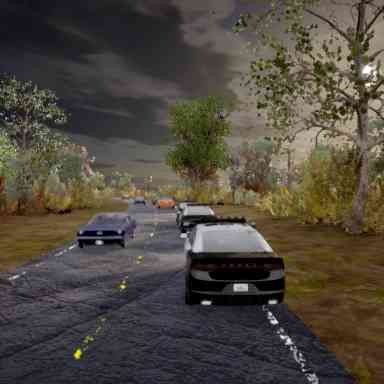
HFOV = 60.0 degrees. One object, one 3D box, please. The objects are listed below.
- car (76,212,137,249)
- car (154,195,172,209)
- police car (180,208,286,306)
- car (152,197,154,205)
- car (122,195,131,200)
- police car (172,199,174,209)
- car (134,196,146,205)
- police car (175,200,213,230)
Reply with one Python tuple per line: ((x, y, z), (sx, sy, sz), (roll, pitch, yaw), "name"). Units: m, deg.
((-3.586, 1.600, 14.694), (1.895, 1.301, 4.718), (0, 0, -3), "car")
((-3.680, 1.348, 45.664), (2.097, 1.767, 4.553), (0, 0, -9), "car")
((0.746, 1.425, 8.252), (1.930, 1.638, 5.238), (0, 0, -2), "police car")
((-5.852, 1.346, 57.962), (2.097, 1.767, 4.553), (0, 0, -12), "car")
((-18.349, 1.516, 92.949), (1.812, 1.442, 4.674), (0, 0, -18), "car")
((-0.218, 1.423, 24.349), (1.930, 1.638, 5.238), (0, 0, -5), "police car")
((-9.054, 1.473, 57.568), (1.882, 1.535, 5.008), (0, 0, -11), "car")
((0.244, 1.424, 18.319), (1.930, 1.638, 5.238), (0, 0, -4), "police car")
